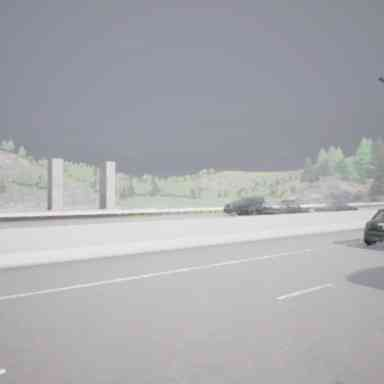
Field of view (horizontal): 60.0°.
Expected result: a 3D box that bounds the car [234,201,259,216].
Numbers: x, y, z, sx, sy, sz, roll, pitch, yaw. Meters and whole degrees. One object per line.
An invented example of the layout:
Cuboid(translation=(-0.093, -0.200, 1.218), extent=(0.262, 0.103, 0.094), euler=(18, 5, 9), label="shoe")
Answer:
Cuboid(translation=(7.006, 1.923, 34.496), extent=(4.718, 1.301, 1.895), euler=(0, -1, -35), label="car")

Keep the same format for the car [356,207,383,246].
Cuboid(translation=(9.628, 1.479, 14.712), extent=(4.553, 1.767, 2.097), euler=(0, -1, -35), label="car")

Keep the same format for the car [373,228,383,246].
Cuboid(translation=(6.707, 1.635, 8.386), extent=(4.181, 1.385, 1.994), euler=(0, -1, -35), label="car")

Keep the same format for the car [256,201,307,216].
Cuboid(translation=(8.981, 1.838, 31.609), extent=(5.357, 1.411, 2.033), euler=(0, -1, -35), label="car")

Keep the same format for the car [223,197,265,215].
Cuboid(translation=(6.193, 1.578, 38.206), extent=(5.566, 2.045, 2.150), euler=(0, 0, -35), label="car")

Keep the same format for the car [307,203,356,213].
Cuboid(translation=(13.006, 1.747, 30.158), extent=(5.008, 1.535, 1.882), euler=(0, -1, -35), label="car")
